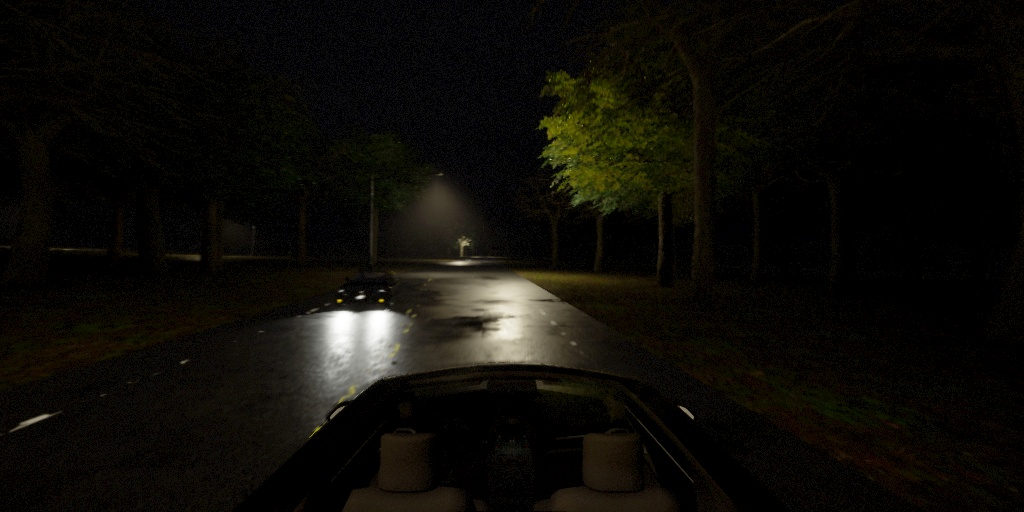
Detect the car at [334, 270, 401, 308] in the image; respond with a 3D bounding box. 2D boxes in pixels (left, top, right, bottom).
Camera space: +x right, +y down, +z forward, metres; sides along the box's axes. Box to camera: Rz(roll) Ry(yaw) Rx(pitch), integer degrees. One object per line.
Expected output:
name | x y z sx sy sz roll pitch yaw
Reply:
car | -5.813 1.293 14.858 1.994 1.385 4.181 1 0 -11
